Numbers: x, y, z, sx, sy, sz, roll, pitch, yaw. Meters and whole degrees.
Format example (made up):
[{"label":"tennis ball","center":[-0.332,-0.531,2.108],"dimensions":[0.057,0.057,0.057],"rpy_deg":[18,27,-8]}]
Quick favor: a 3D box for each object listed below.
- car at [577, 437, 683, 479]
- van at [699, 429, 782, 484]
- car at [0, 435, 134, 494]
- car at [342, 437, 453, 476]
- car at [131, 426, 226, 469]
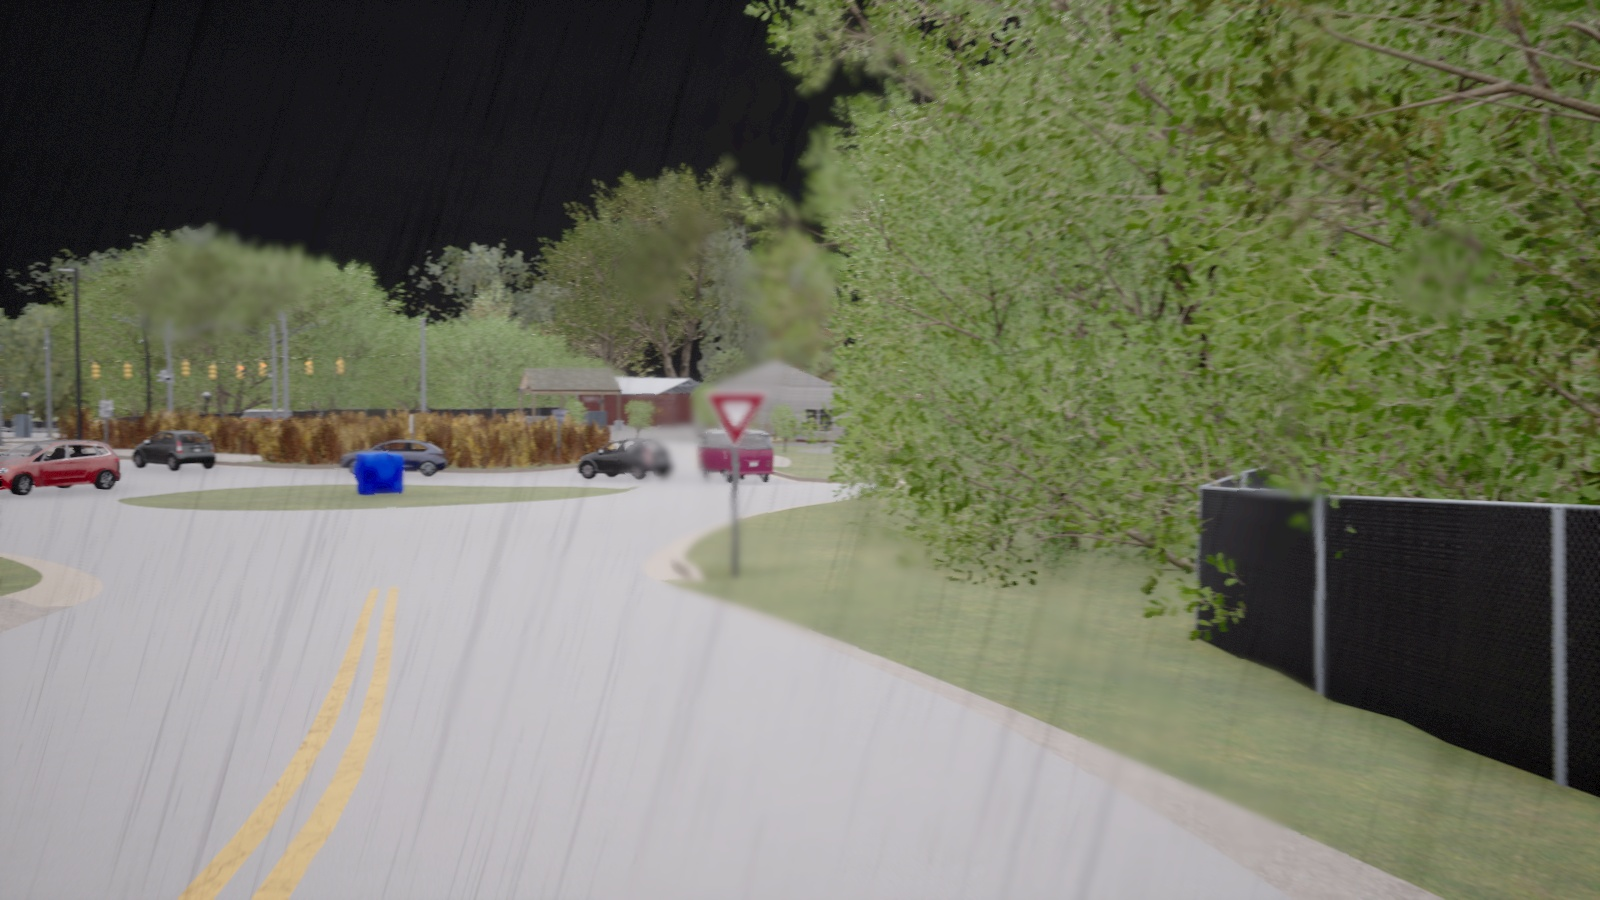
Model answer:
[{"label":"car","center":[-6.932,0.294,51.088],"dimensions":[3.988,1.617,1.851],"rpy_deg":[1,2,31]},{"label":"van","center":[-2.342,0.209,48.545],"dimensions":[1.775,1.987,4.442],"rpy_deg":[-1,2,-23]},{"label":"car","center":[-24.281,0.404,40.460],"dimensions":[2.242,1.667,4.611],"rpy_deg":[1,2,21]},{"label":"car","center":[-16.601,0.258,51.958],"dimensions":[4.193,1.474,1.816],"rpy_deg":[1,2,-11]},{"label":"car","center":[-26.192,-0.135,52.898],"dimensions":[3.988,1.617,1.851],"rpy_deg":[3,4,35]}]
